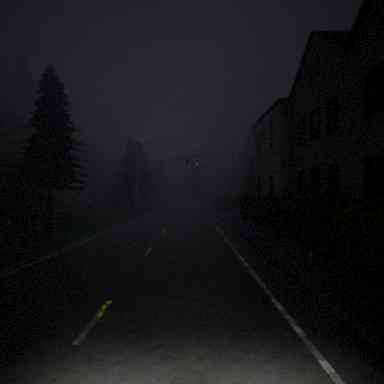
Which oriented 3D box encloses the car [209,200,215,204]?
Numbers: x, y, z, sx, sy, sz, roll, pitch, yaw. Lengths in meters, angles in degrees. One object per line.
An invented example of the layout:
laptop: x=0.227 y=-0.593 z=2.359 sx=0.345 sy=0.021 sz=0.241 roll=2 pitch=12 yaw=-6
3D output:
car: x=6.986 y=2.252 z=81.224 sx=1.882 sy=1.535 sz=5.008 roll=0 pitch=-1 yaw=40

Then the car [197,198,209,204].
car: x=3.037 y=2.305 z=81.839 sx=1.812 sy=1.442 sz=4.674 roll=0 pitch=-1 yaw=35
